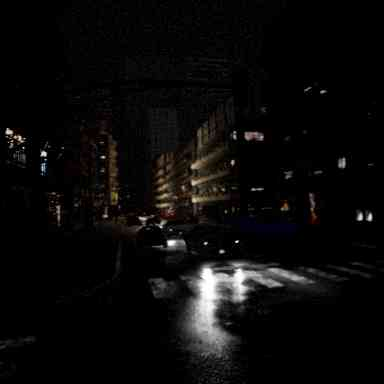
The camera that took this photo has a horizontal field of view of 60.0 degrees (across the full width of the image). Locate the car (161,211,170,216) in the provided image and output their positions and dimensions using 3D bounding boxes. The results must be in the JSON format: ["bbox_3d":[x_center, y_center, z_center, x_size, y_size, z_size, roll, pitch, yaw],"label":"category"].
[{"bbox_3d":[-4.607,5.132,71.709,2.192,1.841,5.009,-2,-3,-12],"label":"car"}]

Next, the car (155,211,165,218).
[{"bbox_3d":[-9.151,6.415,93.614,2.192,1.841,5.009,-2,-3,-12],"label":"car"}]

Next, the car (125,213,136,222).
[{"bbox_3d":[-13.939,5.695,75.500,2.192,1.841,5.009,-2,-3,-12],"label":"car"}]

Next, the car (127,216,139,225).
[{"bbox_3d":[-10.496,4.968,59.065,2.008,1.369,4.403,-2,-3,-12],"label":"car"}]

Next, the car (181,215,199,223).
[{"bbox_3d":[-0.049,4.117,49.791,1.802,1.307,4.206,-2,-3,-12],"label":"car"}]

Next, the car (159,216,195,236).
[{"bbox_3d":[-1.367,3.007,27.768,1.812,1.442,4.674,-2,-3,-12],"label":"car"}]

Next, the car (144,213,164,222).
[{"bbox_3d":[-5.671,4.272,48.767,1.994,1.385,4.181,-2,-3,-11],"label":"car"}]

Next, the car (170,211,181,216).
[{"bbox_3d":[-2.359,4.711,60.913,1.752,1.417,4.829,-2,-3,-12],"label":"car"}]

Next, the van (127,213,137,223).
[{"bbox_3d":[-11.643,5.079,64.551,1.690,1.788,3.998,-2,-3,-12],"label":"van"}]

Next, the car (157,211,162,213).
[{"bbox_3d":[-6.880,5.774,82.661,2.192,1.841,5.009,-2,-3,-12],"label":"car"}]

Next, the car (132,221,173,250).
[{"bbox_3d":[-2.541,2.757,20.729,1.802,1.307,4.206,-2,-3,-12],"label":"car"}]

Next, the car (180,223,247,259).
[{"bbox_3d":[0.890,2.442,16.801,1.895,1.301,4.718,-2,-3,-12],"label":"car"}]

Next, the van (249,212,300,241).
[{"bbox_3d":[5.618,2.275,22.420,1.690,1.788,3.998,-2,-3,-12],"label":"van"}]

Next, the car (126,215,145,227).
[{"bbox_3d":[-8.222,4.358,48.111,1.802,1.307,4.206,-2,-3,-12],"label":"car"}]

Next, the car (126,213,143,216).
[{"bbox_3d":[-9.365,4.537,53.594,1.967,1.590,4.097,-2,-3,-12],"label":"car"}]

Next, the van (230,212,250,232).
[{"bbox_3d":[4.483,2.595,27.897,1.690,1.788,3.998,-2,-3,-12],"label":"van"}]
